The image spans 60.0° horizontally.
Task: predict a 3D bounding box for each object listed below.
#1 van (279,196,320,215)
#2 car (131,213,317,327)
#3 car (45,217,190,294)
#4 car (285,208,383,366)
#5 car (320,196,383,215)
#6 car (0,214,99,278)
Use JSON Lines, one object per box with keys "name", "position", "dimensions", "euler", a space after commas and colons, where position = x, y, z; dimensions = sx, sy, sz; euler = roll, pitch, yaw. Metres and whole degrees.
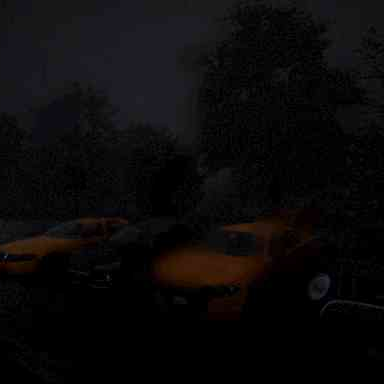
{"name": "van", "position": [6.744, 1.255, 19.670], "dimensions": [1.878, 1.987, 4.442], "euler": [0, 0, 36]}
{"name": "car", "position": [1.253, 1.473, 7.383], "dimensions": [2.097, 1.535, 5.008], "euler": [0, 0, 36]}
{"name": "car", "position": [-1.004, 1.482, 8.992], "dimensions": [2.231, 1.521, 4.892], "euler": [0, 0, 36]}
{"name": "car", "position": [3.528, 1.347, 5.789], "dimensions": [2.185, 1.767, 4.553], "euler": [0, 0, 36]}
{"name": "car", "position": [9.046, 1.220, 17.916], "dimensions": [2.435, 2.045, 5.566], "euler": [0, 0, 36]}
{"name": "car", "position": [-3.368, 1.495, 10.446], "dimensions": [1.946, 1.575, 5.366], "euler": [0, 0, 36]}
